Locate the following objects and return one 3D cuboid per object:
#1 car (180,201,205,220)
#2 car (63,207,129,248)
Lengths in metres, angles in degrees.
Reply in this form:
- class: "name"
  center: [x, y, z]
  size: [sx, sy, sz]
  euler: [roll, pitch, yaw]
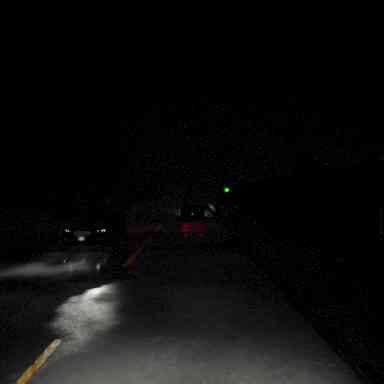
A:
- class: "car"
  center: [0.052, 1.434, 27.094]
  size: [2.128, 1.511, 4.902]
  euler: [0, 0, 0]
- class: "car"
  center: [-4.063, 1.461, 14.711]
  size: [2.128, 1.511, 4.902]
  euler: [0, 0, 0]
